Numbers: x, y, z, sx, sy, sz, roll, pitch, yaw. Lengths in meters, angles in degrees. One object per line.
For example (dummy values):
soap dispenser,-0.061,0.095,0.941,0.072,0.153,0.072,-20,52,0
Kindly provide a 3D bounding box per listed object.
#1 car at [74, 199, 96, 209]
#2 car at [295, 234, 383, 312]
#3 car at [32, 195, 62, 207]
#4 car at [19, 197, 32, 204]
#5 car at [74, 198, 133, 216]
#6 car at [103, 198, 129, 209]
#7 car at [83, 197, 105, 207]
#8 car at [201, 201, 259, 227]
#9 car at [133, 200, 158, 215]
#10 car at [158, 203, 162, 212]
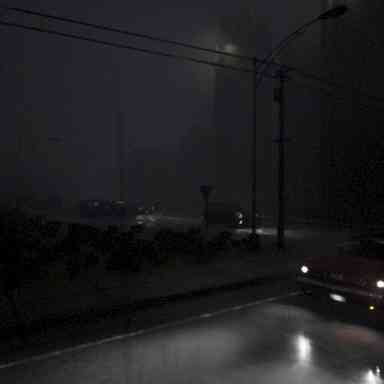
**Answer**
car,-16.541,1.837,51.098,1.895,1.301,4.718,1,0,-35
car,4.396,1.701,7.699,4.718,1.301,1.895,1,-1,-41
car,-22.684,1.440,52.699,3.866,1.878,1.905,1,0,-35
car,-30.914,1.619,63.393,4.193,1.474,1.816,1,0,-35
car,-8.747,1.617,32.908,4.611,1.667,2.242,1,0,-35
car,-11.584,1.721,50.305,2.128,1.511,4.902,1,0,-35
car,-17.093,1.715,57.904,2.128,1.511,4.902,1,0,-35
car,2.676,1.549,23.979,2.097,1.767,4.553,1,0,-35
car,-5.917,1.790,36.030,1.895,1.301,4.718,1,-1,-35
car,-5.710,1.713,42.113,1.882,1.535,5.008,1,0,-35
